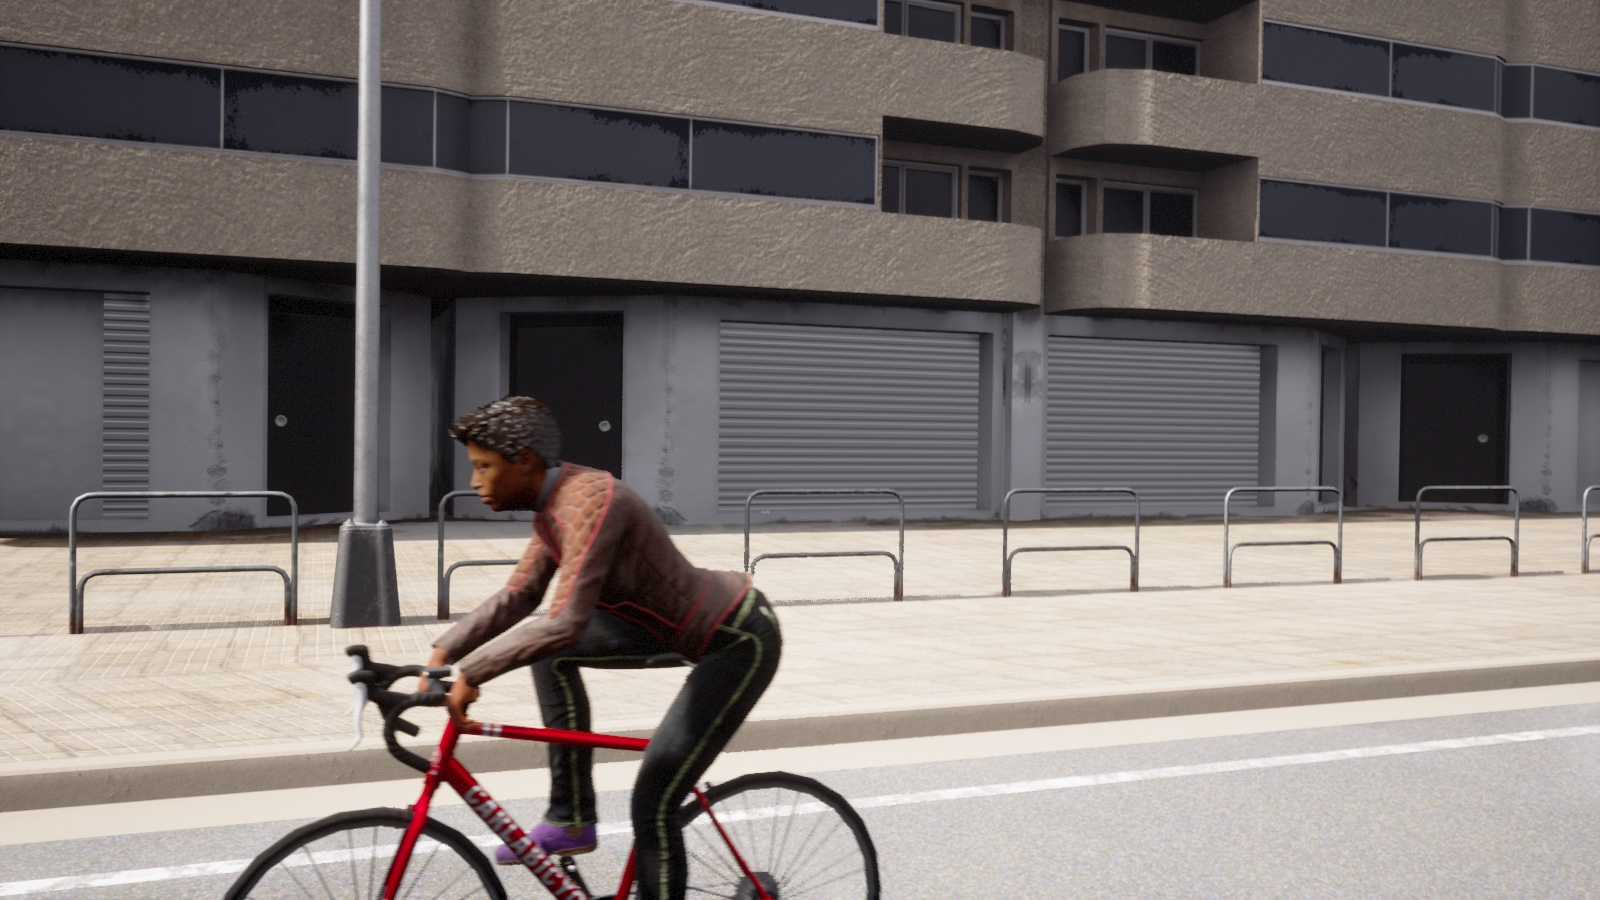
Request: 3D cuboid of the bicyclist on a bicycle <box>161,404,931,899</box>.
[{"bbox_3d":[-0.564,0.711,3.027,1.656,1.620,0.582,-1,1,-21],"label":"bicyclist on a bicycle"}]
